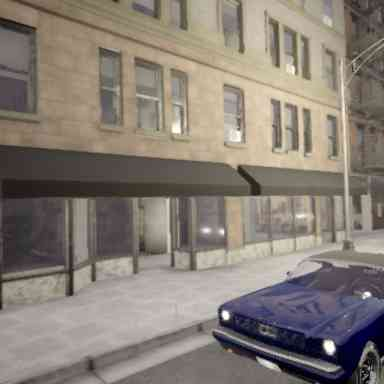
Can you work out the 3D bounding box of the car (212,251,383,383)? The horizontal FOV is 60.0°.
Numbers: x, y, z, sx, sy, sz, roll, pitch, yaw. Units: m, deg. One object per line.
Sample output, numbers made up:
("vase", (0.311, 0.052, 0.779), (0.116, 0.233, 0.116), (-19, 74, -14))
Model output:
("car", (2.519, 1.740, 5.448), (4.718, 1.301, 1.895), (0, -3, -43))
